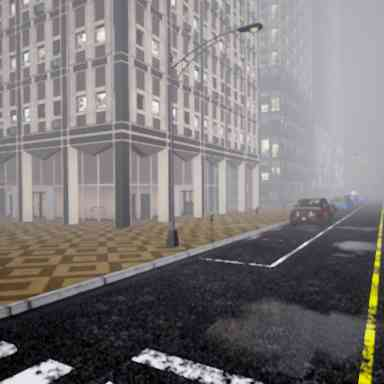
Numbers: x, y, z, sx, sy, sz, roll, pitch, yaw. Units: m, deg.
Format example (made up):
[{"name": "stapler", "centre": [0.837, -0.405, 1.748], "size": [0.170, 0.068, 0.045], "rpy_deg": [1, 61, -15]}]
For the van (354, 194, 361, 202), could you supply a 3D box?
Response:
[{"name": "van", "centre": [22.038, 1.303, 46.298], "size": [1.690, 1.788, 3.998], "rpy_deg": [-1, 0, 30]}]

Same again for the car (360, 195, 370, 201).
[{"name": "car", "centre": [41.519, 1.470, 79.894], "size": [1.887, 1.381, 4.507], "rpy_deg": [-1, 0, 30]}]

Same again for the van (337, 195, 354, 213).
[{"name": "van", "centre": [16.473, 1.314, 36.699], "size": [1.690, 1.788, 3.998], "rpy_deg": [-1, 0, 30]}]

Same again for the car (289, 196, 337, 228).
[{"name": "car", "centre": [8.044, 1.303, 22.349], "size": [2.192, 1.841, 5.009], "rpy_deg": [-1, 0, 30]}]

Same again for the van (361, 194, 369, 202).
[{"name": "van", "centre": [35.951, 1.277, 70.296], "size": [1.690, 1.788, 3.998], "rpy_deg": [-1, 0, 30]}]

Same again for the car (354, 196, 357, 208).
[{"name": "car", "centre": [19.258, 1.549, 41.496], "size": [1.802, 1.307, 4.206], "rpy_deg": [-1, 0, 30]}]

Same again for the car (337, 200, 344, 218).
[{"name": "car", "centre": [10.869, 1.549, 27.123], "size": [1.947, 1.339, 4.313], "rpy_deg": [-1, 0, 30]}]
